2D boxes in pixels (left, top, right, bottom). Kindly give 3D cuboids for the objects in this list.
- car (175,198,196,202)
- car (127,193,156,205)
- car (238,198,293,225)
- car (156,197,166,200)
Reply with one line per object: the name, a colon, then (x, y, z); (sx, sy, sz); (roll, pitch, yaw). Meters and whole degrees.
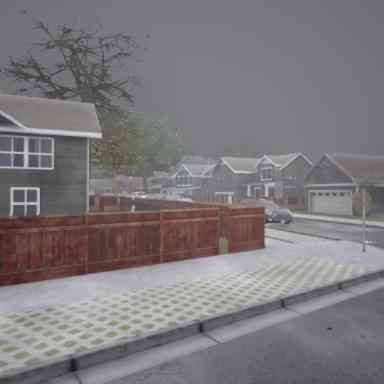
car: (-0.710, 1.381, 35.445); (1.812, 1.442, 4.674); (0, 0, -25)
car: (-7.712, 1.337, 49.683); (2.033, 1.411, 5.357); (0, 0, -27)
car: (4.861, 1.271, 22.982); (2.097, 1.767, 4.553); (0, 0, -23)
car: (-5.213, 1.402, 50.994); (1.895, 1.301, 4.718); (0, 0, -28)
